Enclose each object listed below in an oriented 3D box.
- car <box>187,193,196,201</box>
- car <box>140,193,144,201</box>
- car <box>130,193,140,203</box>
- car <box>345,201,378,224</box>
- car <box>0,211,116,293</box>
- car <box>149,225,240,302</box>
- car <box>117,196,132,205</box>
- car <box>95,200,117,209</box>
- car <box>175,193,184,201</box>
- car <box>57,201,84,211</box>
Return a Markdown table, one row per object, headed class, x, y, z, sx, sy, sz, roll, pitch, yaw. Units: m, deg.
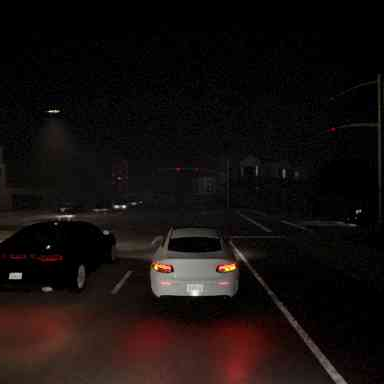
| class | x | y | z | sx | sy | sz | roll | pitch | yaw |
| --- | --- | --- | --- | --- | --- | --- | --- | --- | --- |
| car | -0.009 | 1.414 | 89.313 | 2.150 | 2.045 | 5.566 | 0 | -1 | 0 |
| car | -14.009 | 1.412 | 88.220 | 2.150 | 2.045 | 5.566 | 0 | 0 | 0 |
| car | -14.008 | 1.572 | 77.043 | 2.097 | 1.767 | 4.553 | 0 | 1 | 0 |
| car | 14.246 | 1.491 | 25.507 | 4.553 | 1.767 | 2.097 | 0 | -1 | 0 |
| car | -3.430 | 1.498 | 8.971 | 1.882 | 1.535 | 5.008 | 0 | 0 | 0 |
| car | 0.066 | 1.540 | 8.185 | 1.812 | 1.442 | 4.674 | 0 | 0 | 0 |
| car | -14.017 | 1.960 | 66.826 | 1.895 | 1.301 | 4.718 | 0 | 1 | 0 |
| car | -14.098 | 1.982 | 53.532 | 2.033 | 1.411 | 5.357 | 0 | 0 | 0 |
| car | -3.509 | 1.418 | 89.010 | 2.150 | 2.045 | 5.566 | 0 | 0 | 0 |
| car | -14.104 | 1.803 | 38.810 | 2.128 | 1.511 | 4.902 | 0 | -1 | 0 |
